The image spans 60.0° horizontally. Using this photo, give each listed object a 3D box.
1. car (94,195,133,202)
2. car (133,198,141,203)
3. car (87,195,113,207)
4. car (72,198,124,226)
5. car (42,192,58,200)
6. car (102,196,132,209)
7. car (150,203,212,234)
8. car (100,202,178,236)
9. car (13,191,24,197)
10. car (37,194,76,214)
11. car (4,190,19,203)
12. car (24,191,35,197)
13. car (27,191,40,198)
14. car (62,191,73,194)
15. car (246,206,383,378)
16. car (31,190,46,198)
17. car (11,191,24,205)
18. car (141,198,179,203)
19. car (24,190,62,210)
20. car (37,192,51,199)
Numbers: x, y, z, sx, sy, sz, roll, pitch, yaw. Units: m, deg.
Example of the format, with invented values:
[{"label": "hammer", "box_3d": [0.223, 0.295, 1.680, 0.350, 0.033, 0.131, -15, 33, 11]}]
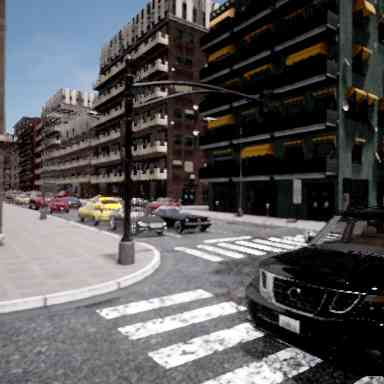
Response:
[{"label": "car", "box_3d": [-7.096, 1.261, 27.719, 1.882, 1.535, 5.008, 1, 0, -36]}, {"label": "car", "box_3d": [-5.954, 1.328, 36.024, 2.008, 1.369, 4.403, 2, 0, -36]}, {"label": "car", "box_3d": [-12.586, 1.154, 45.178, 1.752, 1.417, 4.829, 2, 0, -36]}, {"label": "car", "box_3d": [-6.125, 1.345, 21.978, 1.752, 1.417, 4.829, 2, 0, -36]}, {"label": "car", "box_3d": [-28.820, 0.819, 67.582, 2.008, 1.369, 4.403, 2, 0, -36]}, {"label": "car", "box_3d": [-9.220, 1.255, 40.532, 2.008, 1.369, 4.403, 2, 0, -36]}, {"label": "car", "box_3d": [-0.930, 1.524, 19.219, 1.895, 1.301, 4.718, 1, 0, -36]}, {"label": "car", "box_3d": [-2.958, 1.443, 17.608, 2.008, 1.369, 4.403, 2, 0, -36]}, {"label": "car", "box_3d": [-43.342, 0.549, 83.022, 1.895, 1.301, 4.718, 1, 0, -36]}, {"label": "car", "box_3d": [-12.759, 1.214, 31.133, 1.887, 1.381, 4.507, 2, 0, -36]}, {"label": "car", "box_3d": [-25.818, 0.692, 49.167, 2.192, 1.841, 5.009, 2, 0, -36]}, {"label": "car", "box_3d": [-41.888, 0.548, 85.616, 1.947, 1.339, 4.313, 2, 0, -36]}, {"label": "car", "box_3d": [-38.620, 0.604, 81.107, 2.008, 1.369, 4.403, 2, 0, -36]}, {"label": "car", "box_3d": [-22.280, 0.728, 58.567, 2.192, 1.841, 5.009, 2, 0, -36]}, {"label": "car", "box_3d": [3.449, 1.299, 5.691, 5.566, 2.045, 2.150, 1, -1, -35]}, {"label": "car", "box_3d": [-35.347, 0.440, 76.599, 2.192, 1.841, 5.009, 2, 0, -36]}, {"label": "car", "box_3d": [-22.458, 0.978, 44.520, 1.752, 1.417, 4.829, 2, 0, -36]}, {"label": "car", "box_3d": [-2.685, 1.291, 31.516, 1.967, 1.590, 4.097, 2, 0, -36]}, {"label": "car", "box_3d": [-16.018, 0.911, 35.643, 2.192, 1.841, 5.009, 2, 0, -36]}, {"label": "car", "box_3d": [-32.087, 0.741, 72.090, 1.887, 1.381, 4.507, 2, 0, -36]}]
